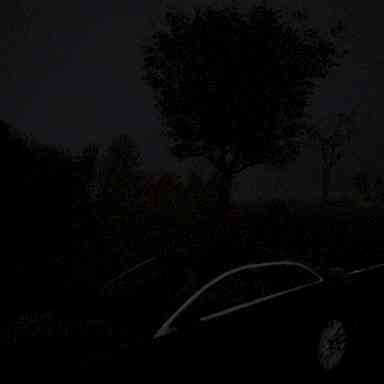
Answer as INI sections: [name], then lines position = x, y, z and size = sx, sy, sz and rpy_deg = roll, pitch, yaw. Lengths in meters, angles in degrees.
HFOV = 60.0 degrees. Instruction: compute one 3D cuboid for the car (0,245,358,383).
[car]
position = 0.078, 1.486, 4.046
size = 4.902, 1.511, 2.128
rpy_deg = 0, 0, -35
